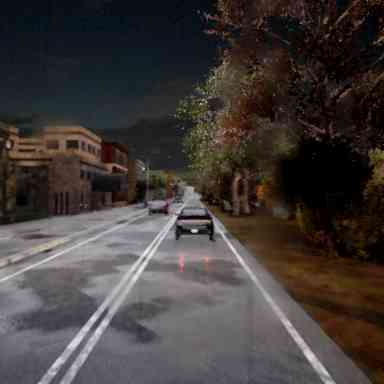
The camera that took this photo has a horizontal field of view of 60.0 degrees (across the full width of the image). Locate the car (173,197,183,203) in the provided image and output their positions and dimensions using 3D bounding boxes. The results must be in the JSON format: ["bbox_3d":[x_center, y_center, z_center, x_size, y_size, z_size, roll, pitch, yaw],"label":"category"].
[{"bbox_3d":[-3.127,1.738,74.748,1.994,1.385,4.181,0,0,0],"label":"car"}]

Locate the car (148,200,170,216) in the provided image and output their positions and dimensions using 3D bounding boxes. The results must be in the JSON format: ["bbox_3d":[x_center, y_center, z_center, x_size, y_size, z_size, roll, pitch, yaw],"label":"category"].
[{"bbox_3d":[-3.296,1.580,34.038,1.882,1.535,5.008,0,0,0],"label":"car"}]

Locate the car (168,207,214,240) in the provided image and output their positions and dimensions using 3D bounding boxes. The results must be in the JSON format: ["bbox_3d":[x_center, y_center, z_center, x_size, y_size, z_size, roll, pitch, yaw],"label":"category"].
[{"bbox_3d":[0.118,1.540,17.410,2.128,1.511,4.902,0,0,0],"label":"car"}]
